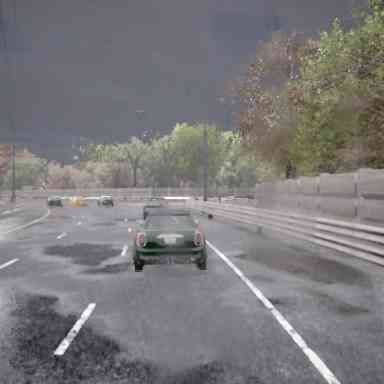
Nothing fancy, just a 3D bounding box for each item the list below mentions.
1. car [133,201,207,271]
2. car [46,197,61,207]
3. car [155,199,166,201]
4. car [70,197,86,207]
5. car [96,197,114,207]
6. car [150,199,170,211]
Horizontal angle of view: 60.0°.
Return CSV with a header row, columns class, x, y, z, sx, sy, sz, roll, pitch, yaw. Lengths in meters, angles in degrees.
class,x,y,z,sx,sy,sz,roll,pitch,yaw
car,-0.776,1.364,11.249,2.097,1.767,4.553,0,0,-5
car,-22.763,1.625,54.676,1.882,1.535,5.008,0,0,-31
car,-3.287,1.528,28.940,2.128,1.511,4.902,0,0,-9
car,-18.776,1.606,54.767,1.882,1.535,5.008,0,0,-30
car,-13.968,1.610,53.401,1.837,1.490,4.892,0,0,-29
car,-4.088,1.615,43.105,1.994,1.385,4.181,0,0,4
